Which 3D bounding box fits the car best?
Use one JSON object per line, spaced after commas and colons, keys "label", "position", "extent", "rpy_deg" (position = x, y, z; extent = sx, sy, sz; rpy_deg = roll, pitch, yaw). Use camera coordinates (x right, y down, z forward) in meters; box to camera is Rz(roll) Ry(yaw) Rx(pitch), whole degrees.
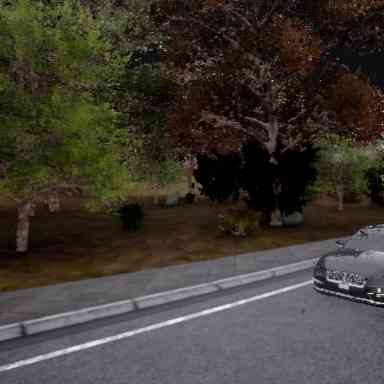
{"label": "car", "position": [4.754, 1.522, 7.733], "extent": [4.892, 1.490, 1.837], "rpy_deg": [0, 0, -38]}
